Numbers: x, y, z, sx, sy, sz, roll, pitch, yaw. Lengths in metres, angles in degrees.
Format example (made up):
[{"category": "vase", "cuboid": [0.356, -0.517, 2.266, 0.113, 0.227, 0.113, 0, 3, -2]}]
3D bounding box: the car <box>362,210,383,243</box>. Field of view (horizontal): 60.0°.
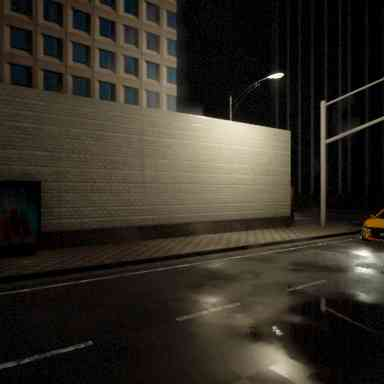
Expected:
[{"category": "car", "cuboid": [9.544, 1.476, 15.307, 1.882, 1.535, 5.008, 2, 1, 45]}]
